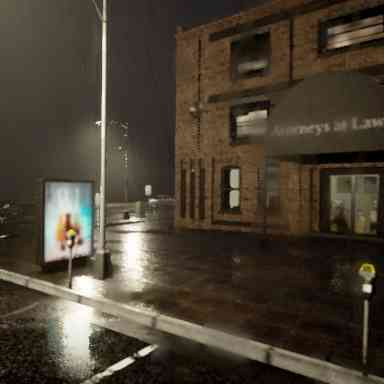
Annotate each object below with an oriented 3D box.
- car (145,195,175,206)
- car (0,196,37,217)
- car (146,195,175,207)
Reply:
[{"bbox_3d":[-4.666,1.155,49.204,1.812,1.442,4.674,1,1,36],"label":"car"},{"bbox_3d":[-14.933,1.161,29.599,2.097,1.767,4.553,1,1,36],"label":"car"},{"bbox_3d":[-4.147,1.223,44.409,1.812,1.442,4.674,1,1,36],"label":"car"}]
